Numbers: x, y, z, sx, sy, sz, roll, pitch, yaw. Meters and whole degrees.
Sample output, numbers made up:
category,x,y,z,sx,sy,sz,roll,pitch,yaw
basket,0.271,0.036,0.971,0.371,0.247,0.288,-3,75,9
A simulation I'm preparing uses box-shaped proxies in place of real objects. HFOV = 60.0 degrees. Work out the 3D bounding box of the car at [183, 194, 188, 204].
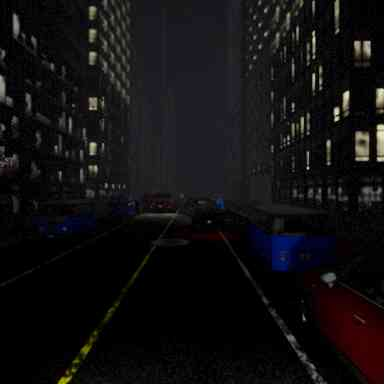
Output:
category,x,y,z,sx,sy,sz,roll,pitch,yaw
car,0.005,1.241,55.173,1.994,1.385,4.181,0,0,0

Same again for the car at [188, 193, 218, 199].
category,x,y,z,sx,sy,sz,roll,pitch,yaw
car,0.903,1.191,29.769,2.097,1.767,4.553,0,0,0

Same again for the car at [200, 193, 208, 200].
category,x,y,z,sx,sy,sz,roll,pitch,yaw
car,2.704,1.036,78.173,1.752,1.417,4.829,0,0,0

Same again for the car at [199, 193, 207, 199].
category,x,y,z,sx,sy,sz,roll,pitch,yaw
car,2.704,1.034,83.689,1.947,1.339,4.313,0,0,0

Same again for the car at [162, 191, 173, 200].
category,x,y,z,sx,sy,sz,roll,pitch,yaw
car,-5.675,0.827,78.012,2.192,1.841,5.009,0,0,0

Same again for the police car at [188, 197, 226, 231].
category,x,y,z,sx,sy,sz,roll,pitch,yaw
police car,0.902,1.321,19.910,1.930,1.638,5.238,0,0,0

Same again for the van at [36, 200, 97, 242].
category,x,y,z,sx,sy,sz,roll,pitch,yaw
van,-5.683,1.261,15.470,1.690,1.788,3.998,0,0,0

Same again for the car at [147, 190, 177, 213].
category,x,y,z,sx,sy,sz,roll,pitch,yaw
car,-3.095,1.029,35.177,2.150,2.045,5.566,0,0,0

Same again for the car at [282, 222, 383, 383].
category,x,y,z,sx,sy,sz,roll,pitch,yaw
car,2.695,1.419,4.095,1.967,1.590,4.097,0,0,0

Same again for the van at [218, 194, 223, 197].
category,x,y,z,sx,sy,sz,roll,pitch,yaw
van,2.700,1.130,38.206,1.690,1.788,3.998,0,0,0

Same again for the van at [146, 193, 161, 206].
category,x,y,z,sx,sy,sz,roll,pitch,yaw
van,-5.679,1.056,49.584,1.690,1.788,3.998,0,0,0

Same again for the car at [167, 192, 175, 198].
category,x,y,z,sx,sy,sz,roll,pitch,yaw
car,-5.675,0.862,89.385,1.967,1.590,4.097,0,0,0

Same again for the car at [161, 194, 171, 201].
category,x,y,z,sx,sy,sz,roll,pitch,yaw
car,-5.678,1.099,72.328,1.887,1.381,4.507,0,0,0

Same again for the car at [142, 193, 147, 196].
category,x,y,z,sx,sy,sz,roll,pitch,yaw
car,-5.680,1.067,43.899,2.192,1.841,5.009,0,0,0

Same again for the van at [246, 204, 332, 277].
category,x,y,z,sx,sy,sz,roll,pitch,yaw
van,2.696,1.291,9.780,1.690,1.788,3.998,0,0,0

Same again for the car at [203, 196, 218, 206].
category,x,y,z,sx,sy,sz,roll,pitch,yaw
car,2.700,1.266,49.578,2.008,1.369,4.403,0,0,0

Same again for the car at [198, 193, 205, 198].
category,x,y,z,sx,sy,sz,roll,pitch,yaw
car,2.705,0.957,95.058,1.802,1.307,4.206,0,0,0

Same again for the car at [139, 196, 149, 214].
category,x,y,z,sx,sy,sz,roll,pitch,yaw
car,-5.683,1.389,32.528,1.947,1.339,4.313,0,0,0

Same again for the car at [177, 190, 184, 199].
category,x,y,z,sx,sy,sz,roll,pitch,yaw
car,-2.993,0.579,76.698,2.150,2.045,5.566,0,0,0

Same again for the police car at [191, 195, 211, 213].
category,x,y,z,sx,sy,sz,roll,pitch,yaw
police car,0.904,1.228,35.910,1.930,1.638,5.238,0,0,0

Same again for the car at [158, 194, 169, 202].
category,x,y,z,sx,sy,sz,roll,pitch,yaw
car,-5.679,1.178,66.644,1.802,1.307,4.206,0,0,0

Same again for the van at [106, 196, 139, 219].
category,x,y,z,sx,sy,sz,roll,pitch,yaw
van,-5.682,1.198,26.841,1.690,1.788,3.998,0,0,0
